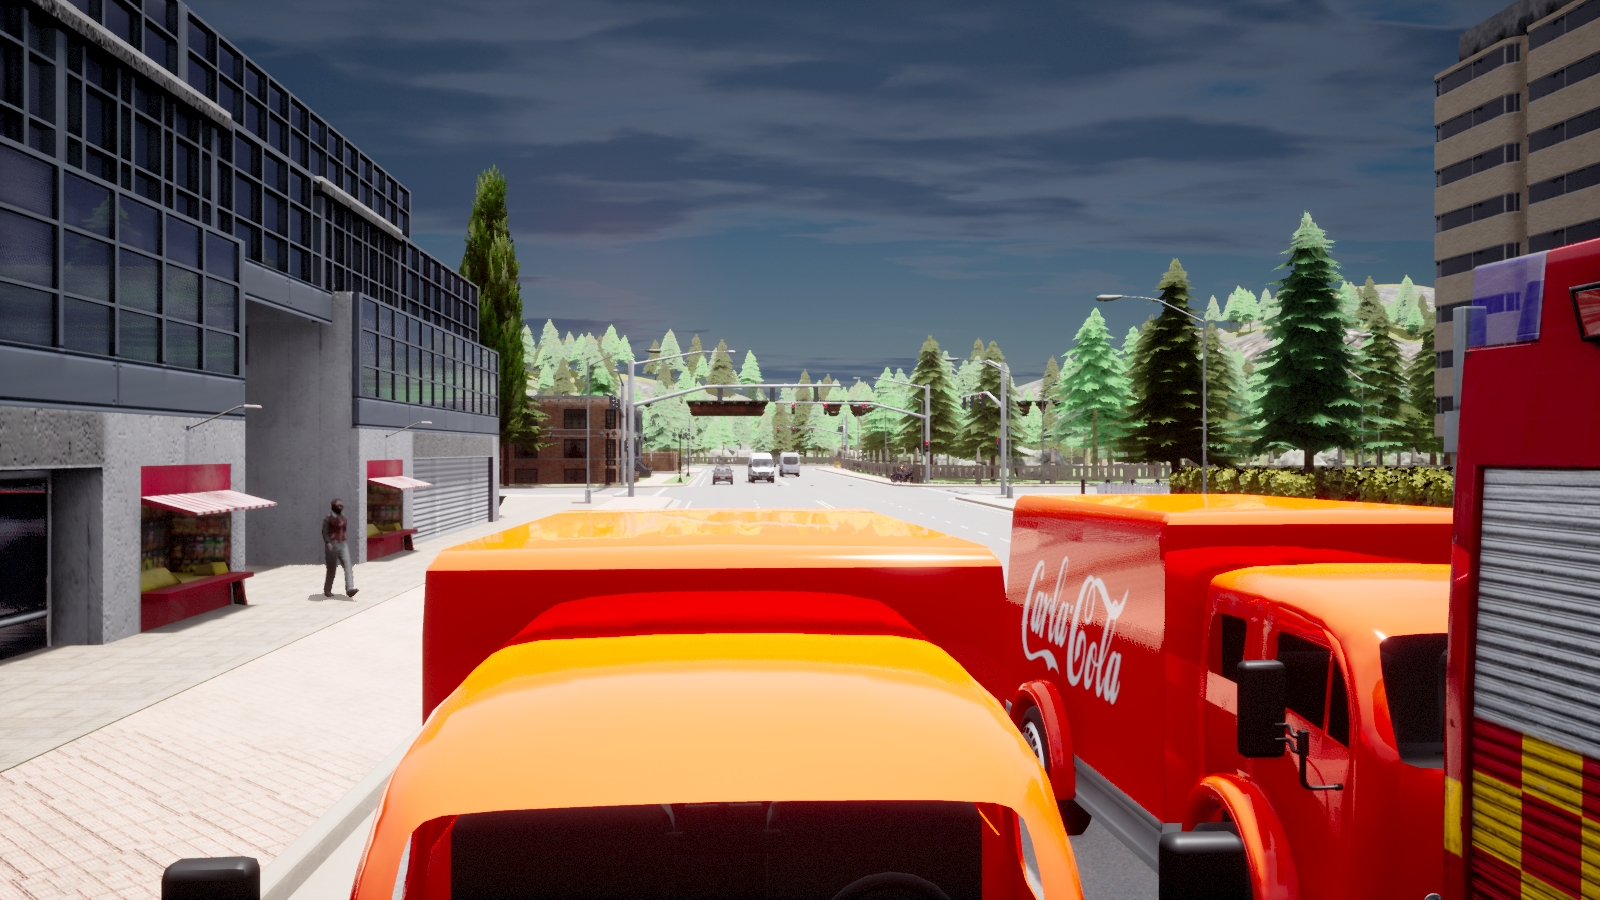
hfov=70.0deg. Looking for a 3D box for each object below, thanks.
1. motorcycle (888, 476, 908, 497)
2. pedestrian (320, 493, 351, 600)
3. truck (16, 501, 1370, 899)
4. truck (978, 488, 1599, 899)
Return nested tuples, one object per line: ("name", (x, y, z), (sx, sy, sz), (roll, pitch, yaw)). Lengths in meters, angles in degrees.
("motorcycle", (5.944, 2.205, 69.519), (0.867, 1.251, 2.209), (0, 0, -4))
("pedestrian", (-8.226, 1.698, 20.246), (0.375, 1.860, 0.375), (0, 0, 42))
("truck", (-0.347, 1.568, 4.821), (2.627, 2.467, 5.204), (0, 0, -4))
("truck", (3.003, 1.568, 7.234), (2.627, 2.467, 5.204), (0, 0, -4))
